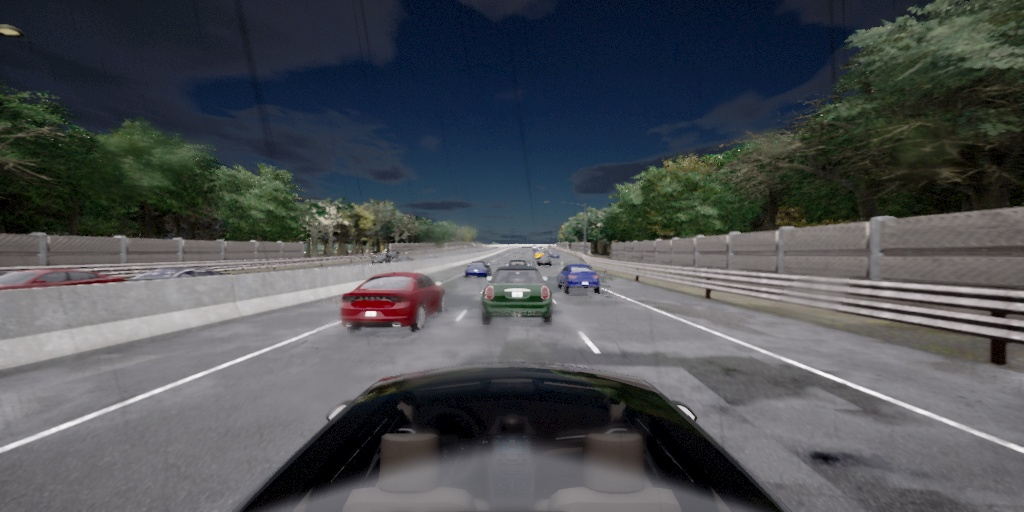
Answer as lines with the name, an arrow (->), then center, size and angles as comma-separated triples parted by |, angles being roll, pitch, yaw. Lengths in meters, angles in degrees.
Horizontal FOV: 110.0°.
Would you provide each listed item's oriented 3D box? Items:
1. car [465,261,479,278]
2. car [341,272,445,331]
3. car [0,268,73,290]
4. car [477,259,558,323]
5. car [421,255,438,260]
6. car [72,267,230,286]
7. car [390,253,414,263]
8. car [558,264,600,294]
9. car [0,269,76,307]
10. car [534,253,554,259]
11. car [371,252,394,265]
car -> -2.964, 1.143, 31.858 | 1.994, 1.385, 4.181 | 0, 1, 2
car -> -3.340, 1.225, 11.018 | 1.882, 1.535, 5.008 | 0, 0, 0
car -> -17.516, 1.221, 13.289 | 1.882, 1.535, 5.008 | 0, 0, 1
car -> 0.173, 1.099, 12.188 | 2.097, 1.767, 4.553 | 0, 0, 1
car -> -12.753, 0.599, 55.846 | 1.994, 1.385, 4.181 | 0, 2, 3
car -> -13.997, 1.231, 14.809 | 2.128, 1.511, 4.902 | 0, 0, 1
car -> -16.330, 0.645, 54.294 | 1.994, 1.385, 4.181 | 0, 1, 3
car -> 3.648, 1.172, 20.016 | 1.812, 1.442, 4.674 | 0, 0, 1
car -> -21.001, 1.304, 14.350 | 1.994, 1.385, 4.181 | 0, 0, 1
car -> 4.690, 0.653, 52.942 | 1.994, 1.385, 4.181 | 0, 2, 3
car -> -19.808, 0.577, 54.842 | 1.837, 1.490, 4.892 | 0, 2, 3
